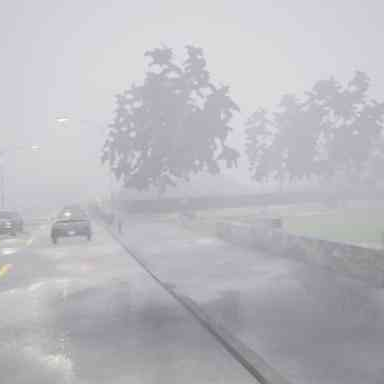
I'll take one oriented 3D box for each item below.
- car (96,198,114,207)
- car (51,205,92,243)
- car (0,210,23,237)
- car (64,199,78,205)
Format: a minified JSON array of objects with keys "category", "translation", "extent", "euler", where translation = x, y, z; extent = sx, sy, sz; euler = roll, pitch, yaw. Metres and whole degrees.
[{"category":"car","translation":[-15.252,1.889,60.409],"extent":[2.033,1.415,5.357],"euler":[-2,0,30]},{"category":"car","translation":[-6.393,1.703,17.698],"extent":[2.128,1.511,4.902],"euler":[-3,0,-20]},{"category":"car","translation":[-11.804,1.939,20.713],"extent":[1.837,1.490,4.892],"euler":[-3,0,-20]},{"category":"car","translation":[-13.118,1.940,36.294],"extent":[1.837,1.490,4.892],"euler":[-3,1,-20]}]
